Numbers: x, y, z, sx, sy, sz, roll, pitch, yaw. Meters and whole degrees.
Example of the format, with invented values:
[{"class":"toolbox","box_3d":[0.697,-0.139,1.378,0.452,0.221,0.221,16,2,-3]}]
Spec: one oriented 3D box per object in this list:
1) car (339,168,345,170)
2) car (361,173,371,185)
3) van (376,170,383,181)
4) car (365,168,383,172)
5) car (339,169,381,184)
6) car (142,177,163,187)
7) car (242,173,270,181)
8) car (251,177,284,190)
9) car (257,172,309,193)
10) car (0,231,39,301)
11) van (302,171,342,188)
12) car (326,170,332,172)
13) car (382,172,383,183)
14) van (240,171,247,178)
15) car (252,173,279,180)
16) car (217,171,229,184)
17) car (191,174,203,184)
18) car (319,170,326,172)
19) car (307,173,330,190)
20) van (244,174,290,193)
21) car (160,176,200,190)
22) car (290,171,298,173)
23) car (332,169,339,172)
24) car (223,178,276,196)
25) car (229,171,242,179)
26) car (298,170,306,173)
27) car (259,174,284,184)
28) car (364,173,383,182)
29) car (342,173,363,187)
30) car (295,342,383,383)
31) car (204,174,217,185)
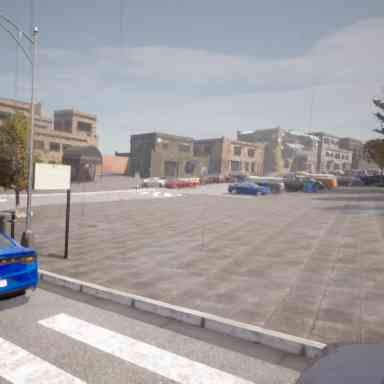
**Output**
[{"class":"car","box_3d":[35.189,-4.809,84.138,5.008,1.535,2.097,2,5,31]},{"class":"car","box_3d":[25.507,-1.858,53.316,4.792,1.488,2.163,4,7,31]},{"class":"van","box_3d":[37.233,-3.055,62.689,4.442,1.987,1.878,4,7,30]},{"class":"car","box_3d":[32.531,-2.706,58.940,5.566,2.045,2.435,4,7,30]},{"class":"car","box_3d":[27.861,-2.326,55.162,5.566,2.045,2.435,4,7,31]},{"class":"car","box_3d":[-5.519,-1.474,50.499,4.674,1.452,2.002,2,5,30]},{"class":"car","box_3d":[12.549,-3.016,65.550,5.008,1.535,2.097,2,5,30]},{"class":"car","box_3d":[10.772,-1.287,47.659,1.837,1.490,4.892,-4,6,-27]},{"class":"car","box_3d":[11.296,-1.022,42.214,5.566,2.045,2.435,4,7,32]},{"class":"car","box_3d":[-5.401,1.446,7.367,5.008,1.535,1.882,1,1,36]},{"class":"van","box_3d":[18.514,-1.546,47.673,4.442,1.987,1.878,4,7,32]},{"class":"car","box_3d":[30.676,-4.605,80.398,4.553,1.767,2.185,2,6,31]},{"class":"car","box_3d":[30.178,-2.266,57.090,4.892,1.521,2.231,4,7,31]},{"class":"van","box_3d":[7.937,-2.871,61.843,4.442,1.987,1.878,2,6,30]},{"class":"car","box_3d":[14.838,-3.171,67.399,4.792,1.488,2.163,2,5,30]},{"class":"car","box_3d":[3.544,-2.391,58.013,4.553,1.767,2.185,2,6,30]},{"class":"car","box_3d":[-0.978,-2.014,54.241,4.553,1.767,2.185,2,6,30]},{"class":"car","box_3d":[28.390,-4.269,78.585,4.674,1.452,2.002,2,5,31]},{"class":"car","box_3d":[16.023,-1.269,45.915,4.553,1.767,2.185,4,7,32]},{"class":"van","box_3d":[9.062,-0.804,40.308,4.442,1.987,1.878,4,7,32]},{"class":"car","box_3d":[-1.657,-1.075,47.073,4.718,1.301,1.895,-5,7,-39]},{"class":"car","box_3d":[19.336,-3.573,71.137,4.892,1.521,2.231,2,6,30]},{"class":"car","box_3d":[32.929,-4.649,82.278,5.008,1.535,2.097,2,6,31]},{"class":"car","box_3d":[6.596,-0.401,38.556,5.008,1.535,2.097,4,7,32]},{"class":"car","box_3d":[5.779,-2.455,59.932,5.008,1.535,2.097,2,5,30]},{"class":"car","box_3d":[21.598,-3.758,72.994,4.892,1.521,2.231,2,6,30]},{"class":"car","box_3d":[14.063,-2.310,58.592,4.674,1.442,1.812,-4,7,-38]},{"class":"car","box_3d":[34.657,-2.661,60.965,5.366,1.575,1.946,4,7,30]},{"class":"car","box_3d":[23.134,-1.699,51.453,4.892,1.521,2.231,4,7,31]},{"class":"car","box_3d":[3.009,1.549,1.280,5.357,1.411,2.033,0,0,35]},{"class":"car","box_3d":[1.233,-2.050,56.172,4.792,1.488,2.163,2,6,30]}]
